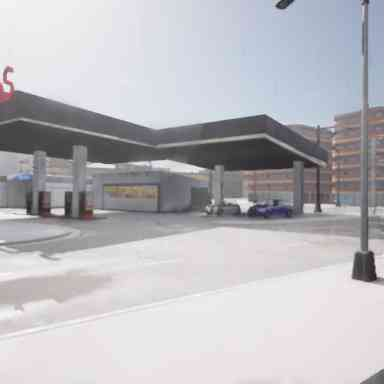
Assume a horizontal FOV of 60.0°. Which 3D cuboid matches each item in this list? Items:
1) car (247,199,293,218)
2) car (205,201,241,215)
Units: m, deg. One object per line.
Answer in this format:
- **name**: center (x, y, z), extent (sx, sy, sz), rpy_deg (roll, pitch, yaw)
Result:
- **car**: center (7.240, 1.519, 30.802), extent (4.611, 1.667, 2.242), rpy_deg (1, 0, -35)
- **car**: center (3.280, 1.673, 35.033), extent (3.806, 1.475, 1.970), rpy_deg (1, 0, -35)
